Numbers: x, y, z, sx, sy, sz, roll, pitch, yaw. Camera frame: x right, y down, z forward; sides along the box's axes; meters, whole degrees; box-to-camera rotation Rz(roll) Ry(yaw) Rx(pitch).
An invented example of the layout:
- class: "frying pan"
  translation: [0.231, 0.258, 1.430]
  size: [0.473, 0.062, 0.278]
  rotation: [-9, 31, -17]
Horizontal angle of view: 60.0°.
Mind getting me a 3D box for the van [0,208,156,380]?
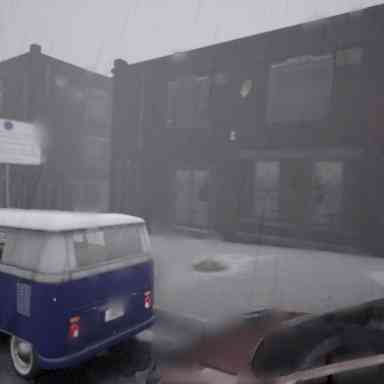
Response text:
- class: "van"
  translation: [-2.754, 1.287, 5.489]
  size: [4.442, 1.987, 1.878]
  rotation: [0, 0, 35]
